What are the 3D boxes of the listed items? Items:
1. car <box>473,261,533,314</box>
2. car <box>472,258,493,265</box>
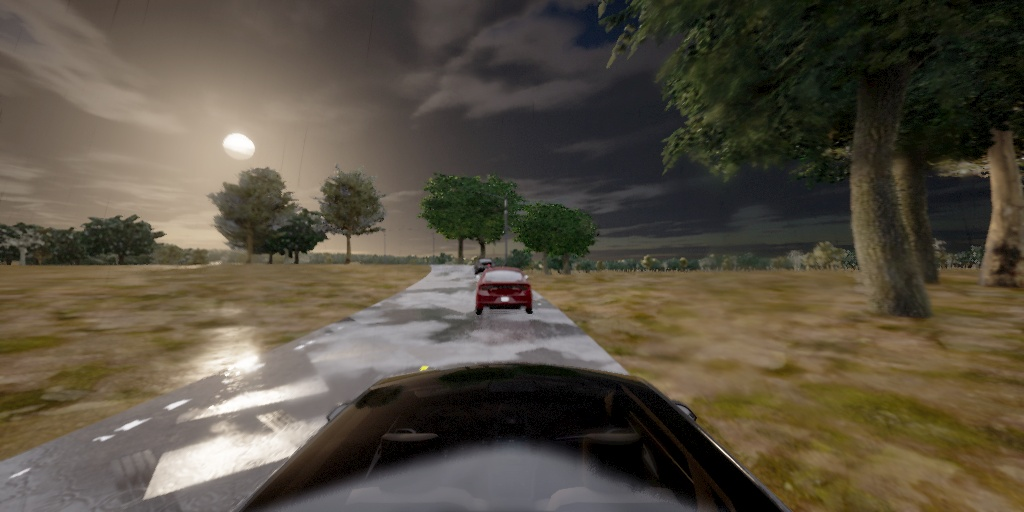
[{"bbox_3d":[-0.361,1.150,13.548,1.882,1.535,5.008,0,1,-3],"label":"car"},{"bbox_3d":[-2.586,0.907,33.437,1.837,1.490,4.892,-3,2,-9],"label":"car"}]
